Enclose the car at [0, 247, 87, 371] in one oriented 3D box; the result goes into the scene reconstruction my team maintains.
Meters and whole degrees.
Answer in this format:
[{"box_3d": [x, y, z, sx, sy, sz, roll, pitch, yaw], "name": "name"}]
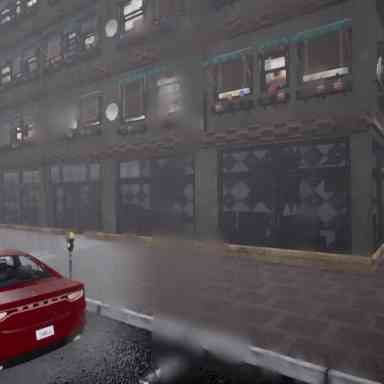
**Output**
[{"box_3d": [-3.569, 1.546, 5.274, 4.507, 1.381, 1.887, 0, -1, 35], "name": "car"}]
